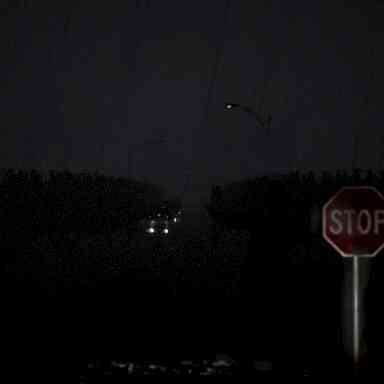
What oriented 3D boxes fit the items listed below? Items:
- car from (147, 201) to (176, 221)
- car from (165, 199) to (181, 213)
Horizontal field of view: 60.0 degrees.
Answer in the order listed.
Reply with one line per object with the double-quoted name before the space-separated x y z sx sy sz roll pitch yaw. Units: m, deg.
"car" -2.725 1.748 29.423 1.994 1.385 4.181 0 0 1
"car" -2.680 1.757 40.843 1.837 1.490 4.892 0 0 0
